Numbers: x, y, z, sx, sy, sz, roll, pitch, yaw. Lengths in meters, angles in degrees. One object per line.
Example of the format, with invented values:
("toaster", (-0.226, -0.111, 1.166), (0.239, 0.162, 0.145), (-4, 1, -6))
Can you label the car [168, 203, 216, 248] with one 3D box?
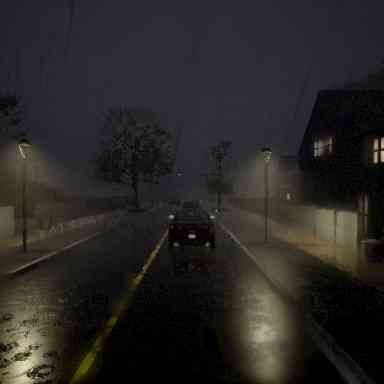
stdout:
("car", (0.000, 1.476, 14.654), (1.882, 1.535, 5.008), (0, 0, 0))

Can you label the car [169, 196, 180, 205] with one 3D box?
("car", (-2.750, 1.468, 54.664), (1.882, 1.535, 5.008), (0, 0, 0))

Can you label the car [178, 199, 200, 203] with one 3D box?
("car", (0.001, 1.498, 29.657), (1.837, 1.490, 4.892), (0, 0, 0))
